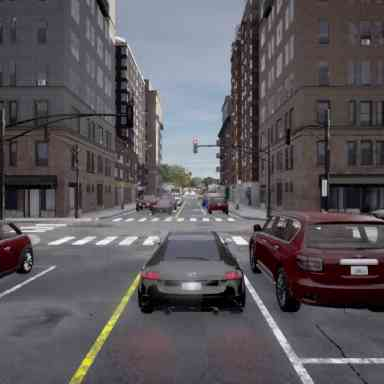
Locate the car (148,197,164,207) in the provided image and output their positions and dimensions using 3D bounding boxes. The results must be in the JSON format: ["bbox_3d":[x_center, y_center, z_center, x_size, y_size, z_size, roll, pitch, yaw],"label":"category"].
[{"bbox_3d":[-5.486,1.548,51.172,2.008,1.369,4.403,0,0,0],"label":"car"}]

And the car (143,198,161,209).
[{"bbox_3d":[-5.480,1.563,45.668,1.947,1.339,4.313,0,0,0],"label":"car"}]

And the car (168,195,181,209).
[{"bbox_3d":[-2.890,1.489,43.247,2.128,1.511,4.902,0,0,0],"label":"car"}]

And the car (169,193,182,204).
[{"bbox_3d":[-2.843,1.218,53.126,2.150,2.045,5.566,0,0,1],"label":"car"}]

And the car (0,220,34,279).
[{"bbox_3d":[-5.397,1.440,7.605,1.967,1.590,4.097,0,0,0],"label":"car"}]

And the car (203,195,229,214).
[{"bbox_3d":[2.652,1.313,34.673,2.192,1.841,5.009,0,0,0],"label":"car"}]

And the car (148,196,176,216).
[{"bbox_3d":[-2.893,1.476,33.206,1.882,1.535,5.008,0,0,0],"label":"car"}]

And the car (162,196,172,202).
[{"bbox_3d":[-5.509,1.539,73.186,1.887,1.381,4.507,0,0,0],"label":"car"}]

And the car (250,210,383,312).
[{"bbox_3d":[2.628,1.315,7.617,2.192,1.841,5.009,0,0,0],"label":"car"}]

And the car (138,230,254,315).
[{"bbox_3d":[0.014,1.564,7.640,1.994,1.385,4.181,0,0,1],"label":"car"}]

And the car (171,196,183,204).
[{"bbox_3d":[-2.847,1.560,63.185,1.994,1.385,4.181,0,0,1],"label":"car"}]

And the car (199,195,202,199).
[{"bbox_3d":[2.615,1.312,51.185,2.192,1.841,5.009,0,0,0],"label":"car"}]

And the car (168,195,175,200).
[{"bbox_3d":[-5.526,1.575,89.698,1.802,1.307,4.206,0,0,0],"label":"car"}]

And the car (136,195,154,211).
[{"bbox_3d":[-5.475,1.313,40.164,2.192,1.841,5.009,0,0,0],"label":"car"}]

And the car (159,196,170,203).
[{"bbox_3d":[-5.503,1.540,67.683,1.887,1.381,4.507,0,0,0],"label":"car"}]
